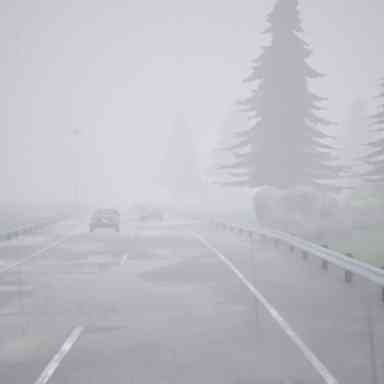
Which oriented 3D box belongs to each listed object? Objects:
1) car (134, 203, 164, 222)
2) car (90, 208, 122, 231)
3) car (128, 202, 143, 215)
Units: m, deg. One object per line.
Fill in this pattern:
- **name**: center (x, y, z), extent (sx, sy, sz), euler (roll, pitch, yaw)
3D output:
- **car**: center (-3.718, 1.884, 29.128), extent (1.895, 1.301, 4.718), euler (0, -1, -13)
- **car**: center (-5.735, 1.774, 22.291), extent (2.033, 1.411, 5.357), euler (0, -1, -11)
- **car**: center (-6.503, 1.920, 40.104), extent (1.812, 1.442, 4.674), euler (0, -1, -15)
